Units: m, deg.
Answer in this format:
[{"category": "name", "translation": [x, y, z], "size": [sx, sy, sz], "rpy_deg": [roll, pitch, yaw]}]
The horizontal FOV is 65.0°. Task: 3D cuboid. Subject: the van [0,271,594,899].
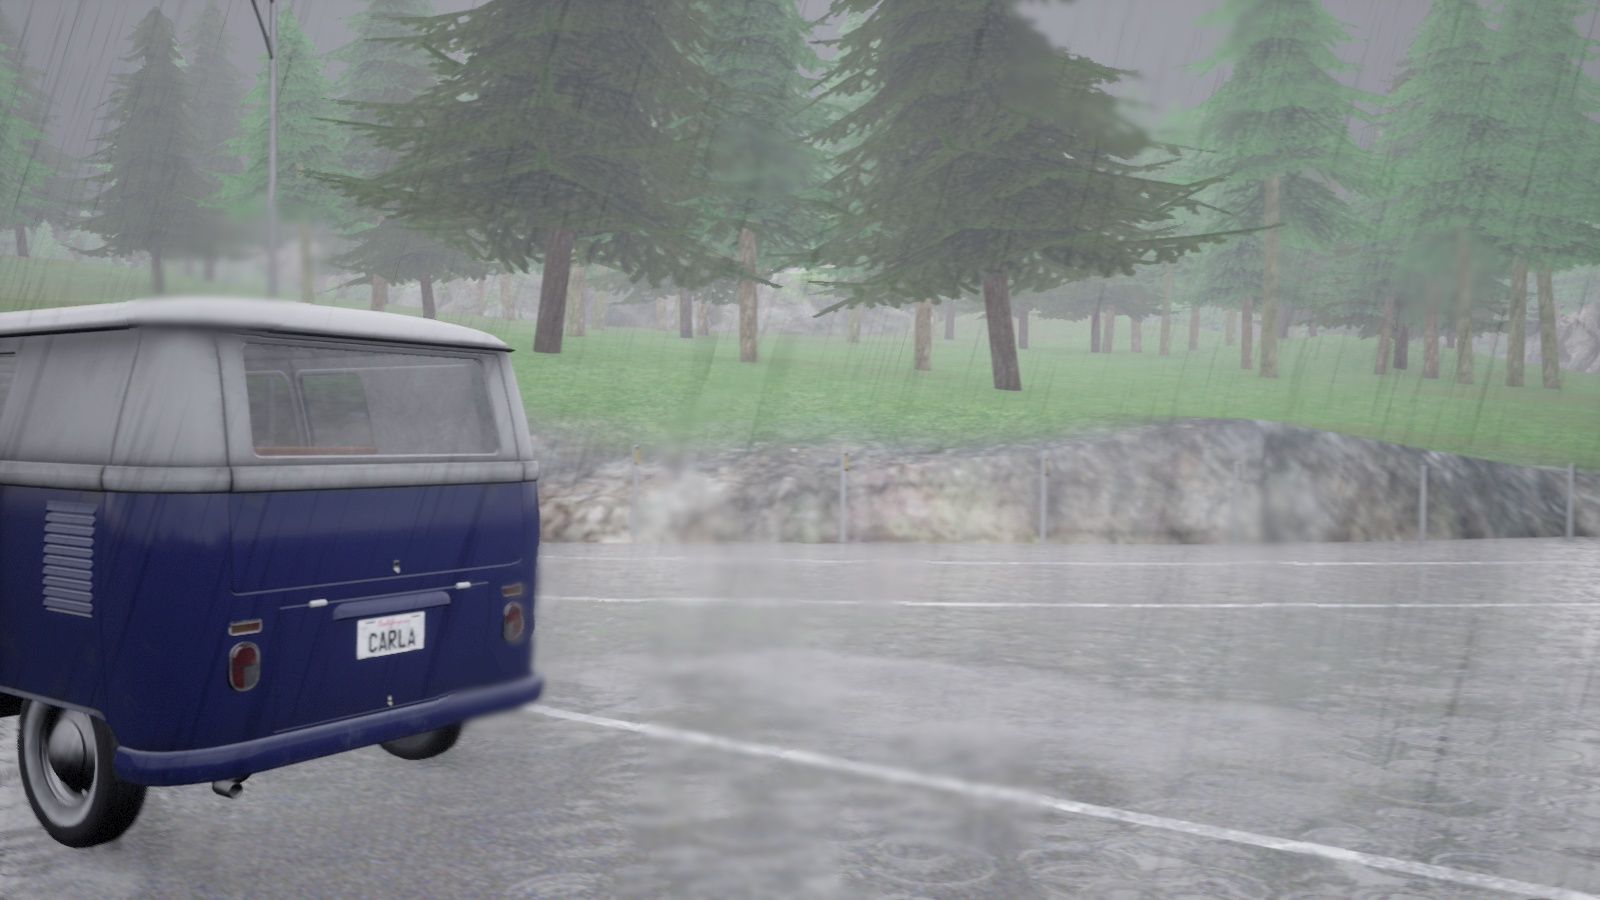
[{"category": "van", "translation": [-3.214, 0.436, 5.754], "size": [4.442, 1.987, 1.775], "rpy_deg": [0, 1, 34]}]
